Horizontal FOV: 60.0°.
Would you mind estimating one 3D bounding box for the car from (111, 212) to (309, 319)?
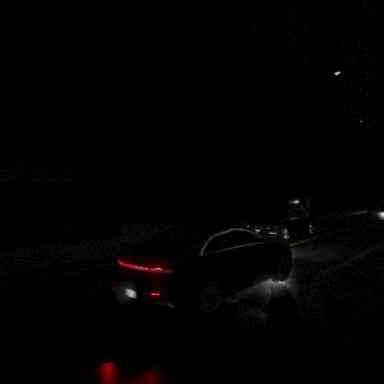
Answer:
[{"bbox_3d":[0.544,1.455,7.455,2.128,1.511,4.902,-1,0,41],"label":"car"}]

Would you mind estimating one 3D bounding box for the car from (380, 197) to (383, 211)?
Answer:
[{"bbox_3d":[22.999,1.067,37.585,2.150,2.045,5.566,-2,-1,42],"label":"car"}]

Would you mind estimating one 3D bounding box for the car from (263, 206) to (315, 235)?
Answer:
[{"bbox_3d":[4.432,1.465,16.406,1.837,1.490,4.892,-2,-1,41],"label":"car"}]
